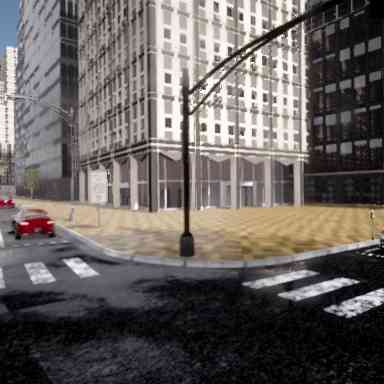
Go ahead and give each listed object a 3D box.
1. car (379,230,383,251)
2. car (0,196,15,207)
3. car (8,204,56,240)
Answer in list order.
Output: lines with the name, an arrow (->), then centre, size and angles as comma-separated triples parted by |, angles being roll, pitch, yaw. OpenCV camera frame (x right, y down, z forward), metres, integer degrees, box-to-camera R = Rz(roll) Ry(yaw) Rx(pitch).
car -> 8.608, 1.463, 12.309 | 4.403, 1.369, 2.008 | -1, 0, -36
car -> -22.216, 1.131, 39.456 | 1.967, 1.590, 4.097 | 0, 0, -34
car -> -7.694, 1.456, 16.118 | 1.802, 1.307, 4.206 | 0, 0, -31
